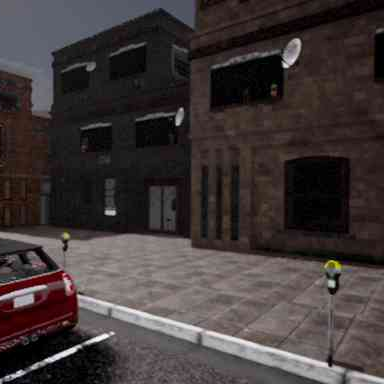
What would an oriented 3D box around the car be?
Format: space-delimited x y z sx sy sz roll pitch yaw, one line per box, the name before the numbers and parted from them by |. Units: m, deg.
car | -3.822 1.496 5.580 4.097 1.590 1.967 -1 1 36
